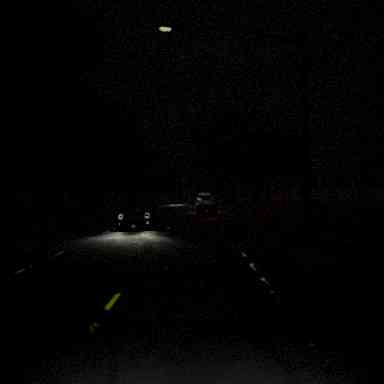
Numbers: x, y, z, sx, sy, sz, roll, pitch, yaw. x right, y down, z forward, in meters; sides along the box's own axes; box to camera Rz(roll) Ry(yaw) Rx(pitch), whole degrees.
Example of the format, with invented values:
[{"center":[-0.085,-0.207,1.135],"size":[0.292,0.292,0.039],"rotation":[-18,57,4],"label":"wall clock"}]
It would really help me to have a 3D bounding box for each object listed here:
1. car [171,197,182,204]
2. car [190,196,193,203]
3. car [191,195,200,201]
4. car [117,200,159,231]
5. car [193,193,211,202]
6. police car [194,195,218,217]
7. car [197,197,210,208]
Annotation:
[{"center":[-2.859,1.580,62.464],"size":[1.994,1.385,4.181],"rotation":[-3,1,1],"label":"car"},{"center":[0.694,1.490,65.873],"size":[1.994,1.385,4.181],"rotation":[0,0,1],"label":"car"},{"center":[0.863,1.395,81.299],"size":[1.994,1.385,4.181],"rotation":[-1,0,1],"label":"car"},{"center":[-3.411,1.358,21.516],"size":[2.097,1.767,4.553],"rotation":[-3,1,1],"label":"car"},{"center":[1.521,1.162,41.615],"size":[2.150,2.045,5.566],"rotation":[0,0,1],"label":"car"},{"center":[1.380,1.407,31.688],"size":[1.930,1.638,5.238],"rotation":[-1,0,1],"label":"police car"},{"center":[1.586,1.455,47.597],"size":[1.837,1.490,4.892],"rotation":[-1,-1,1],"label":"car"}]
